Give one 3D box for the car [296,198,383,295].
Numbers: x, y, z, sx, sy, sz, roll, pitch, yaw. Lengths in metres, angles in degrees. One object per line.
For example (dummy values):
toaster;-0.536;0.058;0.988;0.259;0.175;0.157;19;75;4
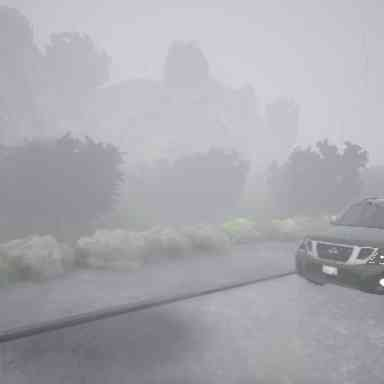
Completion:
car;4.955;1.174;8.135;5.566;2.045;2.150;0;0;-35
